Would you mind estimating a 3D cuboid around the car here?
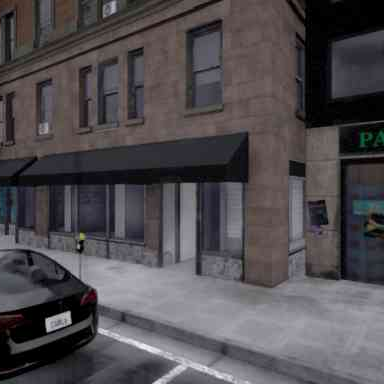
[{"bbox_3d":[-3.265,1.565,5.138,4.313,1.339,1.947,0,0,36],"label":"car"}]
